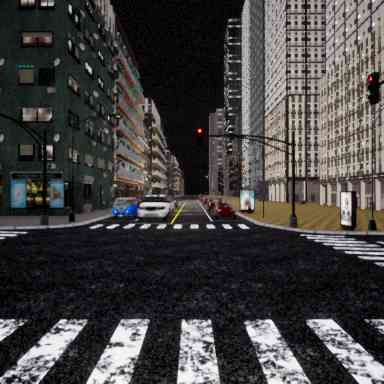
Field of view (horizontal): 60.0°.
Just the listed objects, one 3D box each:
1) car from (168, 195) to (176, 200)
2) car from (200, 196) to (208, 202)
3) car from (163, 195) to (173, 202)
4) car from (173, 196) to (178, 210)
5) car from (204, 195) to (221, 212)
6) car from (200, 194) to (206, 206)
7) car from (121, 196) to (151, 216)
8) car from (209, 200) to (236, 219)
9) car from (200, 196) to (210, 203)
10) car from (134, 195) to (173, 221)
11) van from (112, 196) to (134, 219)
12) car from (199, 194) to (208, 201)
[{"bbox_3d":[-5.570,1.639,94.801,1.947,1.339,4.313,0,0,0],"label":"car"},{"bbox_3d":[2.791,1.633,78.207,1.802,1.307,4.206,0,0,0],"label":"car"},{"bbox_3d":[-5.589,1.491,78.218,1.967,1.590,4.097,0,0,0],"label":"car"},{"bbox_3d":[-3.048,1.541,39.546,1.812,1.442,4.674,0,0,1],"label":"car"},{"bbox_3d":[2.745,1.455,39.514,1.967,1.590,4.097,0,0,0],"label":"car"},{"bbox_3d":[2.765,1.467,56.097,1.967,1.590,4.097,0,0,0],"label":"car"},{"bbox_3d":[-5.641,1.327,33.997,2.192,1.841,5.009,0,0,0],"label":"car"},{"bbox_3d":[2.731,1.591,28.458,1.802,1.307,4.206,0,0,0],"label":"car"},{"bbox_3d":[2.784,1.590,72.679,1.887,1.381,4.507,0,0,0],"label":"car"},{"bbox_3d":[-3.065,1.232,27.645,2.150,2.045,5.566,0,0,0],"label":"car"},{"bbox_3d":[-5.648,1.351,28.469,1.690,1.788,3.998,0,0,0],"label":"van"},{"bbox_3d":[2.799,1.373,83.735,2.192,1.841,5.009,0,0,0],"label":"car"}]
